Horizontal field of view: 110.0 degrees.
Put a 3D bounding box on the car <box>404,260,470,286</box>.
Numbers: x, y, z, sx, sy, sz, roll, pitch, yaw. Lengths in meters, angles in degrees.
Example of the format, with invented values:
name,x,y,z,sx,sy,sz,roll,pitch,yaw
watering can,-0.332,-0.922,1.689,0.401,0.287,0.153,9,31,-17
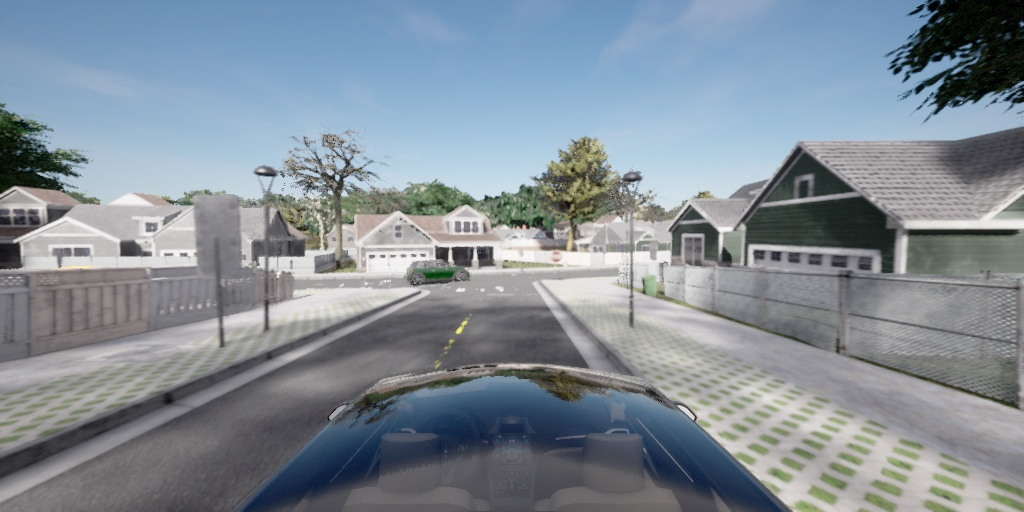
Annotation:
name,x,y,z,sx,sy,sz,roll,pitch,yaw
car,-5.382,1.042,25.914,4.553,1.767,2.097,-2,1,-25

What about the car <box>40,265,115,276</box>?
name,x,y,z,sx,sy,sz,roll,pitch,yaw
car,-23.194,1.280,19.843,5.008,1.535,1.882,0,3,-15
